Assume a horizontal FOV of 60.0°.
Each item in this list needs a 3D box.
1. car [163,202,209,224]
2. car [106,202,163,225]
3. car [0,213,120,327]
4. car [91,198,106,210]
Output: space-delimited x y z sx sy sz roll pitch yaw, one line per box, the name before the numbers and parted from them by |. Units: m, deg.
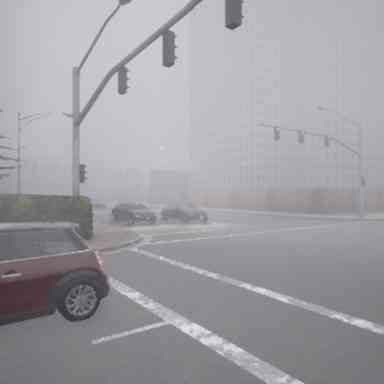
car | -0.675 1.521 25.085 1.812 1.442 4.674 0 0 -35
car | -4.303 1.501 24.123 1.837 1.490 4.892 0 0 -35
car | -3.814 1.352 5.577 4.553 1.767 2.097 0 0 -38
car | -12.228 1.473 41.506 1.882 1.535 5.008 0 0 -35
